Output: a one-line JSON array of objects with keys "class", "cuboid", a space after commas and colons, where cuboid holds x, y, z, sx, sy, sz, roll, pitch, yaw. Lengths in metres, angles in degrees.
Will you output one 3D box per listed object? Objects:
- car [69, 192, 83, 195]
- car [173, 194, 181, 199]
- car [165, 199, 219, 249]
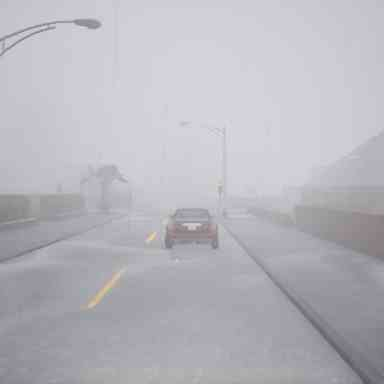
[{"class": "car", "cuboid": [-19.758, 0.984, 55.039, 1.905, 1.878, 3.866, 0, 0, 35]}, {"class": "car", "cuboid": [-4.000, 1.348, 88.265, 2.097, 1.767, 4.553, 0, 0, 0]}, {"class": "car", "cuboid": [0.000, 1.365, 14.620, 2.097, 1.767, 4.553, 0, 0, 0]}]
